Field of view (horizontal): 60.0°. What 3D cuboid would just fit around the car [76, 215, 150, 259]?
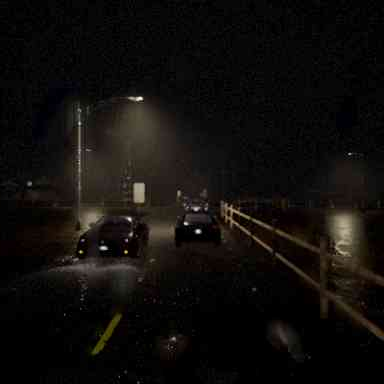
[{"bbox_3d":[-2.742,1.555,12.341,1.994,1.385,4.181,0,0,1],"label":"car"}]

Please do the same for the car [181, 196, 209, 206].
[{"bbox_3d":[0.337,1.375,28.279,2.097,1.767,4.553,0,0,0],"label":"car"}]

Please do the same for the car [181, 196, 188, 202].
[{"bbox_3d":[-1.978,1.831,89.765,1.882,1.535,5.008,0,0,1],"label":"car"}]

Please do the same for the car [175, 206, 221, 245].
[{"bbox_3d":[0.238,1.559,15.397,1.994,1.385,4.181,0,0,0],"label":"car"}]
